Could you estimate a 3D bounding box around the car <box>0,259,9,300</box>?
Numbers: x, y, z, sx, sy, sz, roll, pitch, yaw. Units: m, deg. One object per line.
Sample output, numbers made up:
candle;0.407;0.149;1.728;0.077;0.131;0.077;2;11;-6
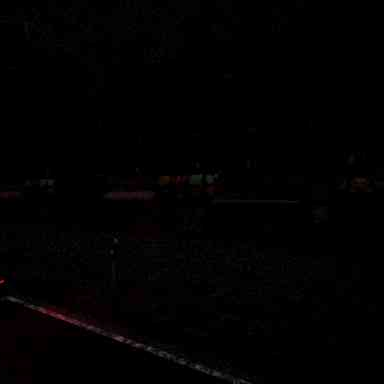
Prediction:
car;-5.588;1.529;6.878;4.674;1.442;1.812;0;0;35
